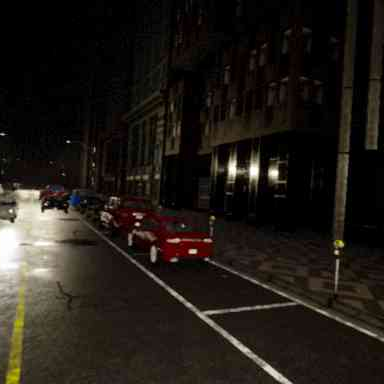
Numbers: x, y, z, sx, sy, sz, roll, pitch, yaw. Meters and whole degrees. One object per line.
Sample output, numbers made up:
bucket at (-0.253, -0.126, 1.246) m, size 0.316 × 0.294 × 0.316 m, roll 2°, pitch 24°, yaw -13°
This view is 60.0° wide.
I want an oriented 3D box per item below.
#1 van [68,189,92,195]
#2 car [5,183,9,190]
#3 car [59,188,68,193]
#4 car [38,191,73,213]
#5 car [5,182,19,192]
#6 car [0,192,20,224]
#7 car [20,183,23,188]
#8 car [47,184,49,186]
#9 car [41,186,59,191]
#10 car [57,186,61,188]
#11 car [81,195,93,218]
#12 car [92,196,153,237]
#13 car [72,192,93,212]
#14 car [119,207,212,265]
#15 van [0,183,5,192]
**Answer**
van at (-10.552, 0.658, 31.847) m, size 1.690 × 1.788 × 3.998 m, roll 4°, pitch 0°, yaw -25°
car at (-25.407, -0.154, 43.302) m, size 1.752 × 1.417 × 4.829 m, roll 4°, pitch 0°, yaw -25°
car at (-15.392, 0.566, 42.031) m, size 1.947 × 1.339 × 4.313 m, roll 4°, pitch 0°, yaw -25°
car at (-10.900, 0.888, 26.300) m, size 1.895 × 1.301 × 4.718 m, roll 4°, pitch 0°, yaw -25°
car at (-35.114, -0.993, 63.822) m, size 2.192 × 1.841 × 5.009 m, roll 4°, pitch 0°, yaw -25°
car at (-10.563, 0.902, 18.179) m, size 1.895 × 1.301 × 4.718 m, roll 4°, pitch 0°, yaw -25°
car at (-44.780, -1.373, 84.187) m, size 2.008 × 1.369 × 4.403 m, roll 4°, pitch 0°, yaw -25°
car at (-29.849, -0.621, 72.583) m, size 2.192 × 1.841 × 5.009 m, roll 4°, pitch 0°, yaw -25°
car at (-17.584, 0.375, 40.418) m, size 1.812 × 1.442 × 4.674 m, roll 4°, pitch 0°, yaw -25°
car at (-20.216, 0.230, 52.215) m, size 1.887 × 1.381 × 4.507 m, roll 4°, pitch 0°, yaw -25°
car at (-5.743, 1.199, 21.663) m, size 1.947 × 1.339 × 4.313 m, roll 4°, pitch 0°, yaw -25°
car at (-3.314, 1.106, 16.572) m, size 2.192 × 1.841 × 5.009 m, roll 4°, pitch 0°, yaw -25°
car at (-8.156, 1.040, 26.755) m, size 1.947 × 1.339 × 4.313 m, roll 4°, pitch 0°, yaw -25°
car at (-0.917, 1.494, 11.479) m, size 1.887 × 1.381 × 4.507 m, roll 4°, pitch 0°, yaw -25°
van at (-23.054, -0.184, 38.364) m, size 1.690 × 1.788 × 3.998 m, roll 4°, pitch 0°, yaw -25°
